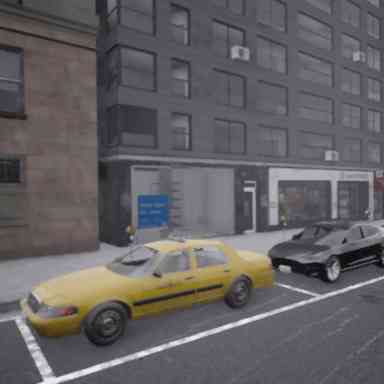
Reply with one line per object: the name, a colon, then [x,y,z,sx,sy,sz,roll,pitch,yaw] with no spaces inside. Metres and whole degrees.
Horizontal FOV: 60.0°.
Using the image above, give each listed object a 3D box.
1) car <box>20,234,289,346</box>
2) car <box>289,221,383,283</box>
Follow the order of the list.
car: [-0.506,1.518,6.301,4.829,1.417,1.752,0,-1,-35]
car: [4.114,1.548,9.597,4.313,1.339,1.947,0,-1,-35]
